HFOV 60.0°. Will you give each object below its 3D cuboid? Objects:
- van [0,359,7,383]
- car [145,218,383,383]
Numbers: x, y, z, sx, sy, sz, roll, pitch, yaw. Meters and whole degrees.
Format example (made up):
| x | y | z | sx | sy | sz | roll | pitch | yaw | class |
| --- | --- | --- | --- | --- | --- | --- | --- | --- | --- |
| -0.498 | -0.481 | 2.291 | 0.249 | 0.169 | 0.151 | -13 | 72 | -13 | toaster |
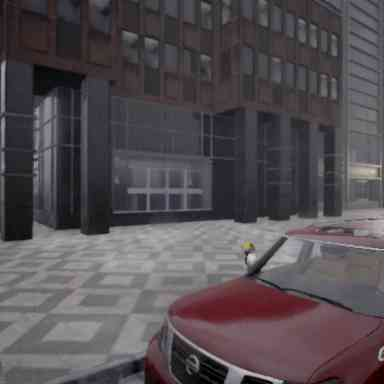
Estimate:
| x | y | z | sx | sy | sz | roll | pitch | yaw | class |
| --- | --- | --- | --- | --- | --- | --- | --- | --- | --- |
| -2.522 | 1.339 | 0.731 | 3.998 | 1.788 | 1.690 | 0 | 0 | -35 | van |
| 1.977 | 1.318 | 3.938 | 5.009 | 1.841 | 2.192 | 0 | 0 | -35 | car |
